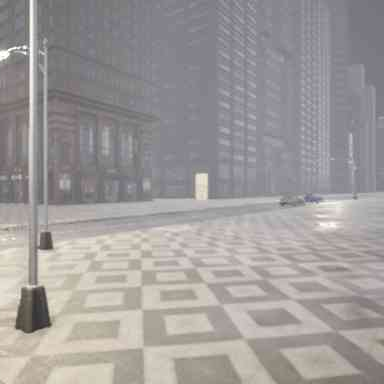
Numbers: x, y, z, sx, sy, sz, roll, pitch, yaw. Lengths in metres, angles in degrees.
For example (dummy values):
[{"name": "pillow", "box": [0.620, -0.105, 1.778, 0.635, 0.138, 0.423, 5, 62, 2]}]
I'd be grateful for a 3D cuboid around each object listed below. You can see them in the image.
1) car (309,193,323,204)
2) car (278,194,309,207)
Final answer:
[{"name": "car", "box": [18.285, 0.924, 50.026, 1.882, 1.535, 5.008, 0, 0, 35]}, {"name": "car", "box": [12.670, 1.082, 42.050, 2.033, 1.411, 5.357, 0, 1, 36]}]
